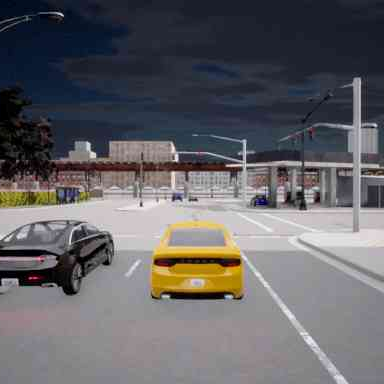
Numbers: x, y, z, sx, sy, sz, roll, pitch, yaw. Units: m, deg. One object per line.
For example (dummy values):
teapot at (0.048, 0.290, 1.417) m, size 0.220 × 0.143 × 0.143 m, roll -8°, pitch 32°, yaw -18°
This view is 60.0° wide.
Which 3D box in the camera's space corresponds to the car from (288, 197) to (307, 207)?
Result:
car at (15.630, 1.426, 49.447) m, size 1.970 × 1.475 × 3.806 m, roll 0°, pitch 0°, yaw 1°

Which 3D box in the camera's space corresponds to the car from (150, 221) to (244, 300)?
car at (0.112, 1.468, 8.446) m, size 1.882 × 1.535 × 5.008 m, roll 0°, pitch 0°, yaw 0°

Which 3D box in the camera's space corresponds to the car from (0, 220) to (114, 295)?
car at (-3.387, 1.474, 8.667) m, size 2.128 × 1.511 × 4.902 m, roll 0°, pitch 0°, yaw 0°

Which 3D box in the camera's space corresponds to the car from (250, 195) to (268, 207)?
car at (9.883, 1.253, 48.705) m, size 2.242 × 1.667 × 4.611 m, roll 0°, pitch 0°, yaw 1°

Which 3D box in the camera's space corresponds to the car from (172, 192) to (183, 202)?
car at (-3.239, 1.122, 74.025) m, size 2.150 × 2.045 × 5.566 m, roll 0°, pitch 0°, yaw 0°

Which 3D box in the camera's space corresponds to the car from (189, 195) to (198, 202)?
car at (0.259, 1.446, 73.414) m, size 1.994 × 1.385 × 4.181 m, roll 0°, pitch 0°, yaw 0°
